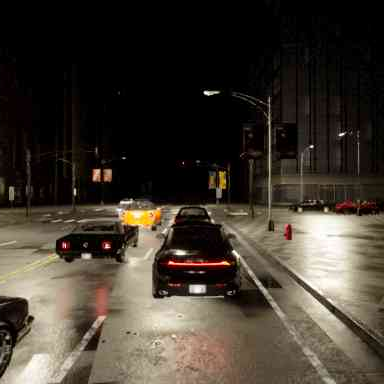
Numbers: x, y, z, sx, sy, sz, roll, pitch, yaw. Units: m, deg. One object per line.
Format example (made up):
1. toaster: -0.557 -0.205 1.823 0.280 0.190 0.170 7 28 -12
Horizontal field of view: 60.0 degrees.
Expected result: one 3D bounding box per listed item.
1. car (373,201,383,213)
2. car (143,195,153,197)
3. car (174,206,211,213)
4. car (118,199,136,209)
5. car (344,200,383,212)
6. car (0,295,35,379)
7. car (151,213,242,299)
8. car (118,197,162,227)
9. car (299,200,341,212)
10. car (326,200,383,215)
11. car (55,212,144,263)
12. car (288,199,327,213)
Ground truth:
1. car: 23.100 1.638 37.192 4.718 1.301 1.895 0 -1 -1
2. car: -9.612 1.600 71.825 2.150 2.045 5.566 0 0 0
3. car: 0.035 1.509 17.937 1.882 1.535 5.008 0 0 0
4. car: -9.746 1.743 50.463 1.812 1.442 4.674 0 0 0
5. car: 20.902 1.642 39.914 4.313 1.339 1.947 0 0 -1
6. car: -3.152 1.548 2.269 2.033 1.411 5.357 0 0 0
7. car: 0.114 1.511 8.446 1.837 1.490 4.892 0 0 0
8. car: -3.109 1.395 21.050 2.097 1.767 4.553 0 0 0
9. car: 15.262 1.661 39.837 4.313 1.339 1.947 0 0 -1
10. car: 15.376 1.576 31.313 4.206 1.307 1.802 0 0 -1
11. car: -3.125 1.615 12.057 1.895 1.301 4.718 0 0 0
12. car: 13.200 1.574 37.056 4.892 1.490 1.837 0 -1 -1
